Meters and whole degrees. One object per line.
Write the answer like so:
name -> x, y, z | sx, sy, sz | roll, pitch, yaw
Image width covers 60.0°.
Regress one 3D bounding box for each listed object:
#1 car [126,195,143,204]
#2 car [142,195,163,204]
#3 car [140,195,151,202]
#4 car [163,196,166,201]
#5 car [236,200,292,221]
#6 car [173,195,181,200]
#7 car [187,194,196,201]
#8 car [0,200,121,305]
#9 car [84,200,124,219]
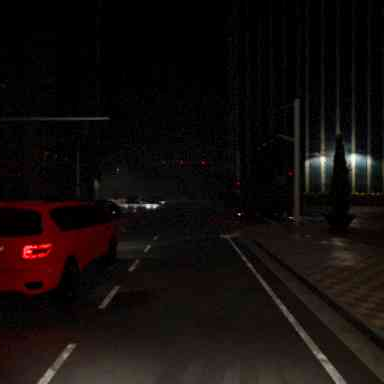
car -> -10.536, 1.391, 59.551 | 1.837, 1.490, 4.892 | 0, 0, 1
car -> -7.037, 1.378, 59.719 | 2.128, 1.511, 4.902 | 0, 0, 1
car -> -10.504, 1.380, 74.641 | 1.812, 1.442, 4.674 | 0, 0, 0
car -> -7.004, 1.408, 74.701 | 1.994, 1.385, 4.181 | 0, 0, 0
car -> 5.827, 1.455, 26.824 | 4.892, 1.490, 1.837 | 0, -3, -27
car -> -3.504, 1.259, 79.464 | 1.895, 1.301, 4.718 | 0, 0, 0
car -> -0.004, 1.304, 78.894 | 1.812, 1.442, 4.674 | 0, 0, 0
car -> -3.442, 1.202, 8.227 | 2.150, 2.045, 5.566 | 0, 0, 1
car -> -7.798, 1.470, 29.123 | 1.812, 1.442, 4.674 | 0, 0, -36
